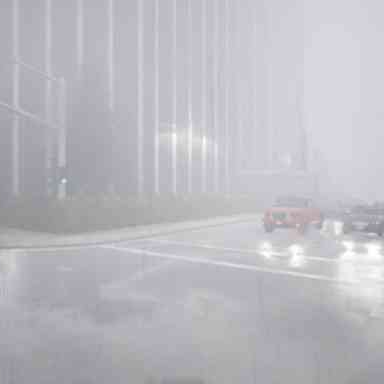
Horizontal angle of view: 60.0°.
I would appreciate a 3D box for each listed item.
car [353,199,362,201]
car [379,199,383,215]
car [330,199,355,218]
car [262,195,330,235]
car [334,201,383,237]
[{"bbox_3d":[17.568,1.484,35.800,1.882,1.535,5.008,0,0,35],"label":"car"},{"bbox_3d":[20.650,1.495,34.098,2.128,1.511,4.902,0,0,35],"label":"car"},{"bbox_3d":[11.731,1.570,27.453,1.994,1.385,4.181,0,0,35],"label":"car"},{"bbox_3d":[6.019,1.227,19.272,2.150,2.045,5.566,0,0,35],"label":"car"},{"bbox_3d":[9.613,1.494,18.318,2.128,1.511,4.902,0,0,35],"label":"car"}]
